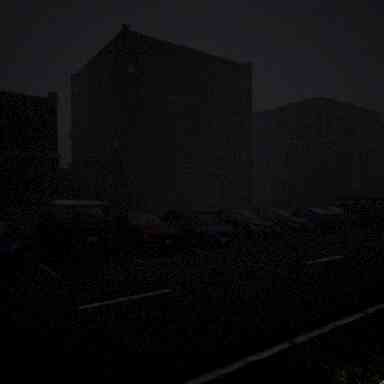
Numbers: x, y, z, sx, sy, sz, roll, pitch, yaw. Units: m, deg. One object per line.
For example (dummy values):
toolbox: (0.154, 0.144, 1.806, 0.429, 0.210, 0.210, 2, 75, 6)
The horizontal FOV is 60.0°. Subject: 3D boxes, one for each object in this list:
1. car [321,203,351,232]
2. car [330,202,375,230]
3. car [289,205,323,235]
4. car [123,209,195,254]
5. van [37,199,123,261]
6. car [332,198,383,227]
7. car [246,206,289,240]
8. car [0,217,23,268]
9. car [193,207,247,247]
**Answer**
car: (6.635, 1.595, 20.426, 2.097, 1.535, 5.008, 1, 0, -36)
car: (8.863, 1.625, 22.048, 2.097, 1.535, 5.008, 1, 0, -36)
car: (4.395, 1.569, 18.819, 2.231, 1.521, 4.892, 1, 0, -36)
car: (-2.305, 1.508, 13.976, 2.097, 1.535, 5.008, 0, 0, -36)
van: (-4.504, 1.270, 12.522, 1.878, 1.987, 4.442, 0, 0, -36)
car: (11.085, 1.409, 23.684, 2.435, 2.045, 5.566, 1, -1, -36)
car: (2.161, 1.546, 17.206, 2.231, 1.521, 4.892, 0, 0, -36)
car: (-6.770, 1.527, 10.745, 2.002, 1.452, 4.674, 0, 0, -36)
car: (-0.051, 1.554, 15.561, 2.163, 1.488, 4.792, 0, 0, -36)
